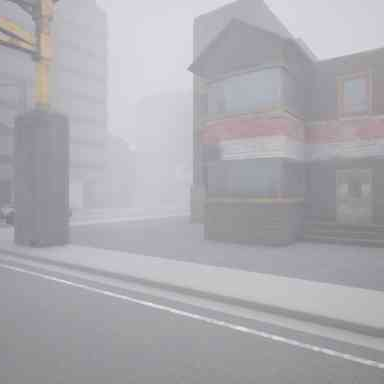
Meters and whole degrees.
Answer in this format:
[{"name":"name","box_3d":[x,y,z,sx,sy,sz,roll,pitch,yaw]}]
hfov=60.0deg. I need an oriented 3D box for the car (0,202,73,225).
[{"name":"car","box_3d":[-10.732,1.453,23.536,2.038,1.542,4.974,0,0,16]}]
